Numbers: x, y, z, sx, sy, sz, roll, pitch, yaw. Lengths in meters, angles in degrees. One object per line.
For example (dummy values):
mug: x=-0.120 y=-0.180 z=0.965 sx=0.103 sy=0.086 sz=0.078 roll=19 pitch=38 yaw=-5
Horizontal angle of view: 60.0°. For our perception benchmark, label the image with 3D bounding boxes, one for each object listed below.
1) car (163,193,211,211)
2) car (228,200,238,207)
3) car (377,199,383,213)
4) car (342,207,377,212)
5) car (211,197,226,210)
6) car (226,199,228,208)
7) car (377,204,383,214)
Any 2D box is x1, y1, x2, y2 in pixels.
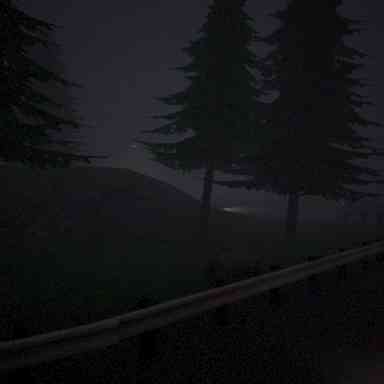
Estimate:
car: x=-0.921 y=1.190 z=39.767 sx=5.566 sy=2.045 sz=2.150 roll=0 pitch=0 yaw=36
car: x=4.056 y=1.510 z=49.126 sx=5.357 sy=1.411 sz=2.033 roll=0 pitch=0 yaw=36
car: x=22.645 y=1.530 z=35.790 sx=4.674 sy=1.442 sz=1.812 roll=0 pitch=0 yaw=35
car: x=18.201 y=1.356 z=34.657 sx=4.553 sy=1.767 sz=2.097 roll=0 pitch=0 yaw=36
car: x=1.730 y=1.536 z=42.181 sx=4.181 sy=1.385 sz=1.994 roll=0 pitch=0 yaw=36
car: x=2.324 y=1.528 z=46.066 sx=4.181 sy=1.385 sz=1.994 roll=0 pitch=0 yaw=36
car: x=19.512 y=1.511 z=29.407 sx=4.892 sy=1.490 sz=1.837 roll=0 pitch=0 yaw=36
